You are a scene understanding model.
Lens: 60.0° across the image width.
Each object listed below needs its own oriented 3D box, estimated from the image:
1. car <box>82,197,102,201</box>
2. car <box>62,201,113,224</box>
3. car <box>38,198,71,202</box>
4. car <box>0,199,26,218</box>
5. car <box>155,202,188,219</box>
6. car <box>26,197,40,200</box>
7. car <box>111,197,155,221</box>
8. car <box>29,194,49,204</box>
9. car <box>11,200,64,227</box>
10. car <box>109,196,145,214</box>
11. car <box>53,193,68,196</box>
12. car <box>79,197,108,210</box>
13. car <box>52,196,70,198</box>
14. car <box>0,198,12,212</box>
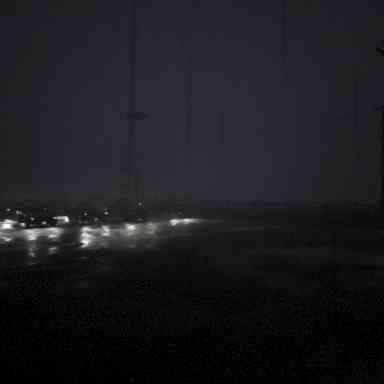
[{"bbox_3d":[-10.722,1.518,34.771,1.812,1.442,4.674,0,0,-36],"label":"car"},{"bbox_3d":[-7.944,1.595,24.951,1.895,1.301,4.718,0,0,-36],"label":"car"},{"bbox_3d":[-13.105,1.558,32.095,1.994,1.385,4.181,0,0,-36],"label":"car"},{"bbox_3d":[-16.383,1.597,30.649,1.895,1.301,4.718,0,0,-36],"label":"car"},{"bbox_3d":[-2.147,1.554,28.886,1.994,1.385,4.181,0,0,-36],"label":"car"},{"bbox_3d":[-20.004,1.500,41.642,1.837,1.490,4.892,0,0,-36],"label":"car"},{"bbox_3d":[-5.274,1.470,27.235,1.882,1.535,5.008,0,0,-36],"label":"car"},{"bbox_3d":[-25.635,1.171,55.554,2.128,1.511,4.902,0,0,-36],"label":"car"},{"bbox_3d":[-10.765,1.544,22.878,2.033,1.411,5.357,0,0,-36],"label":"car"},{"bbox_3d":[-7.082,1.342,35.711,2.097,1.767,4.553,0,0,-36],"label":"car"},{"bbox_3d":[-22.484,1.210,57.159,2.150,2.045,5.566,0,0,-36],"label":"car"},{"bbox_3d":[-13.071,1.482,44.007,2.128,1.511,4.902,0,0,-36],"label":"car"},{"bbox_3d":[-16.770,1.592,43.143,1.895,1.301,4.718,0,0,-36],"label":"car"},{"bbox_3d":[-23.146,1.542,40.009,2.033,1.411,5.357,0,0,-36],"label":"car"}]
